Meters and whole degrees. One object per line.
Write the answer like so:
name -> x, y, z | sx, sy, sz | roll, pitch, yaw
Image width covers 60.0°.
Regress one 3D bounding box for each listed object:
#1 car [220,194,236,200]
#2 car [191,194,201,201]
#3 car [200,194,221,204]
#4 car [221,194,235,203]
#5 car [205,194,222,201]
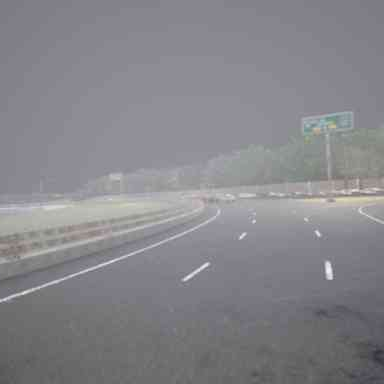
car -> 8.125, 1.155, 76.149 | 1.812, 1.442, 4.674 | -3, 0, -18
car -> 1.404, 1.338, 74.198 | 2.097, 1.767, 4.553 | -3, 0, -18
car -> 3.596, 1.469, 64.614 | 1.837, 1.490, 4.892 | -3, 0, -12
car -> 6.930, 1.394, 65.768 | 1.895, 1.301, 4.718 | -3, 0, -12
car -> 4.765, 1.347, 75.187 | 2.033, 1.411, 5.357 | -3, 0, -18
